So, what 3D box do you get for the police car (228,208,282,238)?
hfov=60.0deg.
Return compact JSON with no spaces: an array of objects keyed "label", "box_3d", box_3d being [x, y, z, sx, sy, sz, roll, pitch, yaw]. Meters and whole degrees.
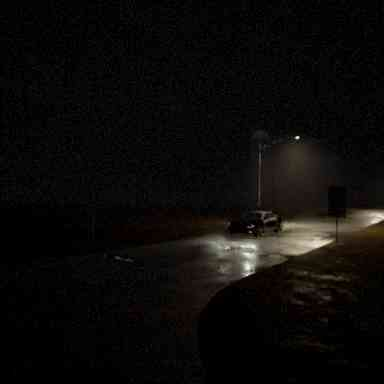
[{"label":"police car","box_3d":[4.060,1.869,21.101,1.930,1.638,5.238,1,-1,36]}]
